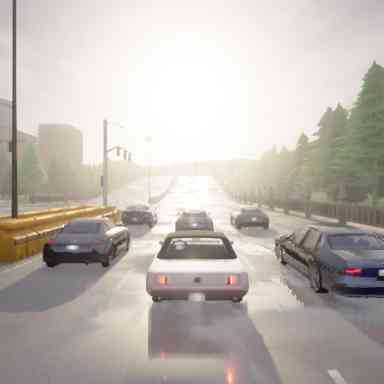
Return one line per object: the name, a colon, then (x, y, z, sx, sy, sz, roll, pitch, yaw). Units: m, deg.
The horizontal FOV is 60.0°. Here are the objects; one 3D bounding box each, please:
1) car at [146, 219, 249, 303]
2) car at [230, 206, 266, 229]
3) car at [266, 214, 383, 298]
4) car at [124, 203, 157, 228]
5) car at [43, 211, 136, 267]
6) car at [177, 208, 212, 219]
car: (0.109, 1.598, 8.169, 1.895, 1.301, 4.718, 0, 0, 0)
car: (3.626, 1.557, 21.386, 1.994, 1.385, 4.181, 0, 0, 0)
car: (3.614, 1.545, 8.693, 2.033, 1.411, 5.357, 0, 0, 0)
car: (-3.411, 1.470, 22.190, 1.882, 1.535, 5.008, 0, 0, -1)
car: (-3.385, 1.558, 11.435, 1.994, 1.385, 4.181, 0, 0, 0)
car: (0.124, 1.558, 18.019, 1.994, 1.385, 4.181, 0, 0, 0)
